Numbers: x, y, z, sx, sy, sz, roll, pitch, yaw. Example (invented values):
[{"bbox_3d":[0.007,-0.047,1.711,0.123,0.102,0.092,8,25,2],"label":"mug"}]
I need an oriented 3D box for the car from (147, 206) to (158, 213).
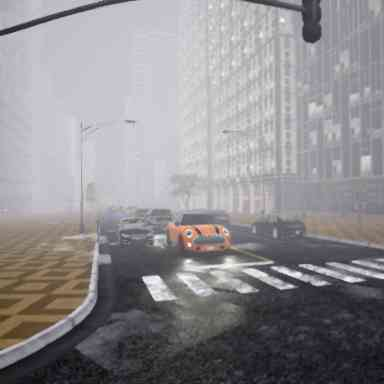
[{"bbox_3d":[-8.176,3.568,68.630,1.802,1.307,4.206,-2,-1,-15],"label":"car"}]

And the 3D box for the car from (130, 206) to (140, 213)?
[{"bbox_3d":[-5.015,2.462,34.843,1.882,1.535,5.008,0,-2,-15],"label":"car"}]

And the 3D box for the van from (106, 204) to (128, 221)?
[{"bbox_3d":[-8.931,2.508,39.309,1.690,1.788,3.998,-1,-1,-15],"label":"van"}]

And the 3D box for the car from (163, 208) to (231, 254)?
[{"bbox_3d":[0.184,1.726,15.500,2.097,1.767,4.553,0,-2,-14],"label":"car"}]

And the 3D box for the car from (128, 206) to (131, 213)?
[{"bbox_3d":[-8.593,2.766,48.350,2.097,1.767,4.553,0,-2,-15],"label":"car"}]

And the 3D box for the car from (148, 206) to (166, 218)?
[{"bbox_3d":[-4.987,2.820,46.708,1.837,1.490,4.892,0,-2,-14],"label":"car"}]

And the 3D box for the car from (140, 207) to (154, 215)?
[{"bbox_3d":[-7.695,3.236,56.591,1.895,1.301,4.718,0,-2,-15],"label":"car"}]

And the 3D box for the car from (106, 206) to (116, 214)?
[{"bbox_3d":[-16.266,3.591,66.441,1.887,1.381,4.507,-1,-1,-15],"label":"car"}]

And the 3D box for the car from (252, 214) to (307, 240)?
[{"bbox_3d":[5.038,1.971,19.784,2.008,1.369,4.403,-1,-1,-15],"label":"car"}]

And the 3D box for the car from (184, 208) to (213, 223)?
[{"bbox_3d":[0.633,2.500,36.067,1.947,1.339,4.313,-1,-1,-15],"label":"car"}]

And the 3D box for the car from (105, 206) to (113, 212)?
[{"bbox_3d":[-20.670,4.127,82.721,1.887,1.381,4.507,-1,-1,-15],"label":"car"}]

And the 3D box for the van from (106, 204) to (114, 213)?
[{"bbox_3d":[-17.740,3.565,71.872,1.690,1.788,3.998,-1,-1,-15],"label":"van"}]

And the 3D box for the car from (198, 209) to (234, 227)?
[{"bbox_3d":[2.101,2.328,30.639,1.947,1.339,4.313,-1,-1,-15],"label":"car"}]

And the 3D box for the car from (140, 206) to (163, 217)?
[{"bbox_3d":[-2.359,2.024,24.994,2.097,1.767,4.553,0,-2,-15],"label":"car"}]

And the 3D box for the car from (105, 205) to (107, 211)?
[{"bbox_3d":[-13.329,3.242,55.586,2.008,1.369,4.403,-1,-1,-15],"label":"car"}]

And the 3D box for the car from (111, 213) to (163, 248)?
[{"bbox_3d":[-3.051,2.030,17.593,2.008,1.369,4.403,-1,-1,-15],"label":"car"}]

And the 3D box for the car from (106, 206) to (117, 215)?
[{"bbox_3d":[-14.754,3.388,60.850,1.752,1.417,4.829,-1,-1,-15],"label":"car"}]
